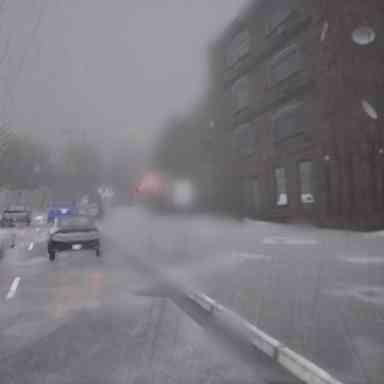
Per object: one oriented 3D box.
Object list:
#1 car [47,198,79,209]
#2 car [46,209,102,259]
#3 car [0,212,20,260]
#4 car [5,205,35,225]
[{"bbox_3d":[-10.125,1.498,26.227,2.150,2.045,5.566,0,0,-22],"label":"car"},{"bbox_3d":[-4.840,1.680,13.599,2.128,1.511,4.902,0,0,-22],"label":"car"},{"bbox_3d":[-8.059,1.735,12.888,1.812,1.442,4.674,0,0,-22],"label":"car"},{"bbox_3d":[-13.600,1.786,26.195,2.128,1.511,4.902,0,0,-21],"label":"car"}]
